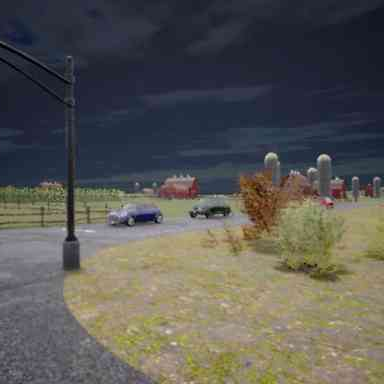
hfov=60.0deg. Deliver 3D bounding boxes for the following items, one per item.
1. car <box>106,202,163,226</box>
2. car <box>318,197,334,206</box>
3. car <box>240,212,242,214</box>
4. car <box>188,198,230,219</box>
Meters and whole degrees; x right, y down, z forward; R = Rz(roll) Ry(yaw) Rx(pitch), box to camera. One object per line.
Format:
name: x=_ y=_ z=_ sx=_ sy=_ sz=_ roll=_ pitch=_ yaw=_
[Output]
car: x=-4.336 y=1.601 z=25.414 sx=2.097 sy=1.767 sz=4.553 roll=-1 pitch=-1 yaw=36
car: x=22.439 y=1.874 z=56.491 sx=2.150 sy=2.045 sz=5.566 roll=-1 pitch=-1 yaw=36
car: x=8.065 y=1.710 z=42.655 sx=2.150 sy=2.045 sz=5.566 roll=-1 pitch=-1 yaw=36
car: x=1.889 y=1.591 z=34.067 sx=2.150 sy=2.045 sz=5.566 roll=-1 pitch=-1 yaw=36
